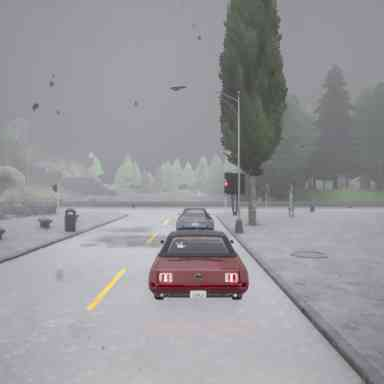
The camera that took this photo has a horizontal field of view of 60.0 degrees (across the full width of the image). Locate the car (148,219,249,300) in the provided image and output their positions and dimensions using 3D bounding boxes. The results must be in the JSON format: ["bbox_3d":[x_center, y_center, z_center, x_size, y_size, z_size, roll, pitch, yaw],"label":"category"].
[{"bbox_3d":[0.127,1.601,8.351,1.895,1.301,4.718,0,0,0],"label":"car"}]

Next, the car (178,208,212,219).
[{"bbox_3d":[0.162,1.564,18.390,1.994,1.385,4.181,0,0,0],"label":"car"}]
